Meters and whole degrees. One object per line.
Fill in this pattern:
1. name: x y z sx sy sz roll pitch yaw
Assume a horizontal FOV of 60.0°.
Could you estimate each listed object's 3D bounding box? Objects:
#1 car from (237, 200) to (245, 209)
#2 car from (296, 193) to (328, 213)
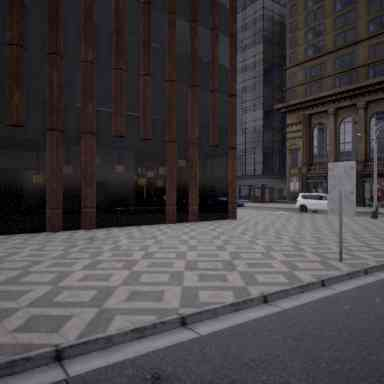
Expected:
1. car: 4.784 1.378 43.521 1.882 1.535 5.008 0 0 -36
2. car: 12.757 1.152 32.334 2.150 2.045 5.566 0 1 -34
